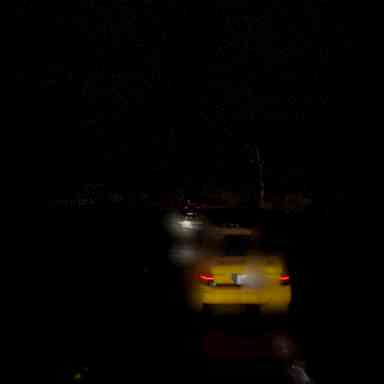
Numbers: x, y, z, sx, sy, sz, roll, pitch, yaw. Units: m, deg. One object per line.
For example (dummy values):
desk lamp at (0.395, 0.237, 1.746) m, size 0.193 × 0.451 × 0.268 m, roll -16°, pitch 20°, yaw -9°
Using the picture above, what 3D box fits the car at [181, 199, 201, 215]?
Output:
car at (0.014, 1.792, 36.852) m, size 1.812 × 1.442 × 4.674 m, roll 0°, pitch 0°, yaw 0°

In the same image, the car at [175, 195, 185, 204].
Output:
car at (-2.892, 1.867, 83.134) m, size 2.150 × 2.045 × 5.566 m, roll 0°, pitch -1°, yaw 0°

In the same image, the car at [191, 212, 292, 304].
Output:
car at (0.949, 1.516, 8.357) m, size 1.801 × 1.575 × 5.366 m, roll 0°, pitch 0°, yaw 0°
